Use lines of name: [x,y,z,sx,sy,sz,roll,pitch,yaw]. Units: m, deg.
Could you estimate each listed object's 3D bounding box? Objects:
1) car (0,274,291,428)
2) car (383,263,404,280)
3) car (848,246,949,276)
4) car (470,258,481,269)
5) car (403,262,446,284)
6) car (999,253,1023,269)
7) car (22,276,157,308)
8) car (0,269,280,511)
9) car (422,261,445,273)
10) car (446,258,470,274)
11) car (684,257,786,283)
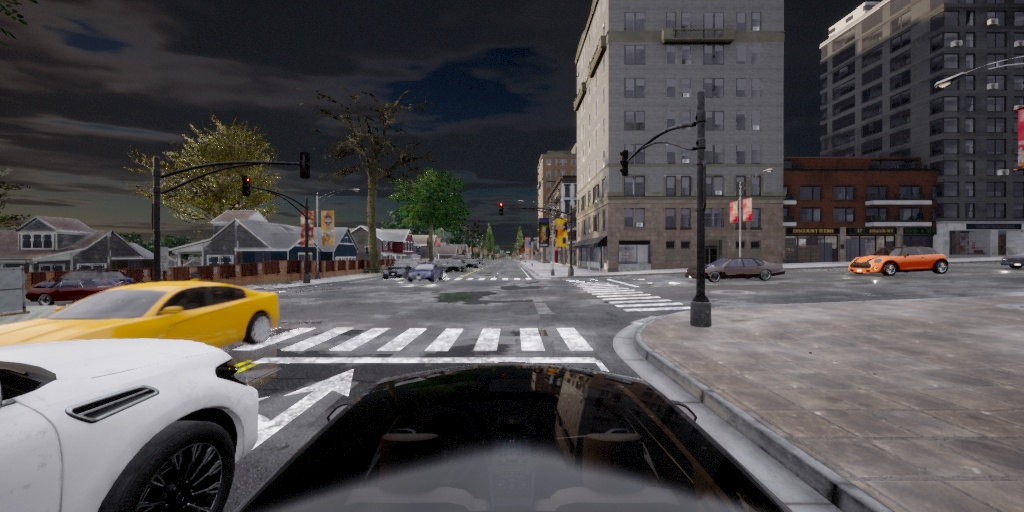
car: [-6.596,1.228,6.652,1.882,1.535,5.008,0,0,0]
car: [-9.874,1.327,31.733,1.994,1.385,4.181,0,0,0]
car: [23.428,0.218,21.902,4.553,1.767,2.097,-2,0,0]
car: [-6.632,1.164,57.649,2.097,1.767,4.553,0,0,0]
car: [-6.617,1.288,27.728,1.812,1.442,4.674,0,0,0]
car: [33.568,0.038,21.934,5.357,1.411,2.033,-2,0,0]
car: [-21.637,1.806,18.517,4.718,1.301,1.895,-2,0,0]
car: [-3.146,0.972,0.537,2.150,2.045,5.566,0,0,0]
car: [-9.884,1.380,45.722,1.895,1.301,4.718,0,0,0]
car: [-6.631,1.126,42.574,2.097,1.767,4.553,0,0,0]
car: [13.509,0.793,21.871,5.357,1.411,2.033,-2,0,0]
